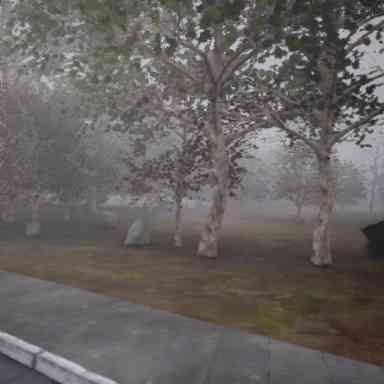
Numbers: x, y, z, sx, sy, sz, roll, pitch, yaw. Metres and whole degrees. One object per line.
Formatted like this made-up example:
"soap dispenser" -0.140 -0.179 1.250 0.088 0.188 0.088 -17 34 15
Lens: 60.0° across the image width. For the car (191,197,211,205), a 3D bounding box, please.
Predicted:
"car" 2.107 2.424 92.042 2.435 2.045 5.566 5 1 43
